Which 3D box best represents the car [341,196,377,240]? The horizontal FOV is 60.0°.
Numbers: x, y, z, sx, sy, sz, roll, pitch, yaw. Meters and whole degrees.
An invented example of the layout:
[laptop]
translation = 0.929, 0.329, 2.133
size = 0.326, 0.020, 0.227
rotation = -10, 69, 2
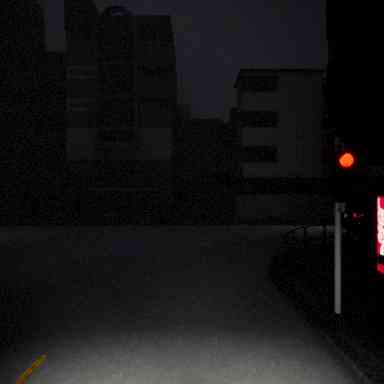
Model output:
[car]
translation = 10.179, 1.221, 16.270
size = 5.566, 2.045, 2.150
rotation = 0, 0, 1
